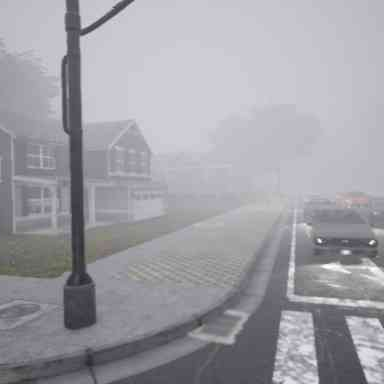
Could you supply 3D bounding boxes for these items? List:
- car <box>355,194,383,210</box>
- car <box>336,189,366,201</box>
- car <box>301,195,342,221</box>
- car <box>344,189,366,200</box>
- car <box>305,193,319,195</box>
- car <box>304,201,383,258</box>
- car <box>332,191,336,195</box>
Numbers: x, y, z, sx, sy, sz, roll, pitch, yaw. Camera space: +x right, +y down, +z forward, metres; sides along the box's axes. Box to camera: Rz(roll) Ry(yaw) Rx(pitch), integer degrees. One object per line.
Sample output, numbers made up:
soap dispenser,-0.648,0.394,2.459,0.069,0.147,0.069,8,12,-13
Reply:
car,10.844,1.046,19.018,1.812,1.442,4.674,-1,1,18
car,13.586,0.700,27.575,2.097,1.767,4.553,-1,1,18
car,8.224,1.099,21.469,1.994,1.385,4.181,-1,1,18
car,23.620,0.357,48.389,2.128,1.511,4.902,-1,1,18
car,11.717,0.839,32.547,1.812,1.442,4.674,-1,1,18
car,5.217,1.274,11.951,2.033,1.411,5.357,-1,1,19
car,16.566,0.637,36.979,1.882,1.535,5.008,-1,1,18
